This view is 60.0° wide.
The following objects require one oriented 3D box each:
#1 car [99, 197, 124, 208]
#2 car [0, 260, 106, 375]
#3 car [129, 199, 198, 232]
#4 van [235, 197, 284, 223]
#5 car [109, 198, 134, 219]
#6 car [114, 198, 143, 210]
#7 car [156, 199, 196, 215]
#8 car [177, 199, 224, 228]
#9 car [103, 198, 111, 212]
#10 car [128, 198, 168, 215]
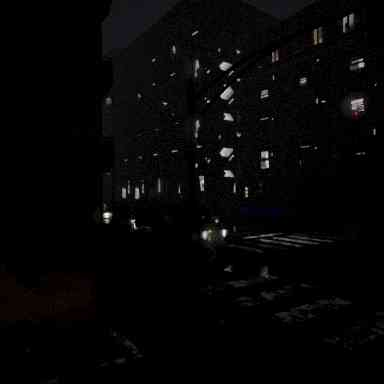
[{"bbox_3d":[-11.616,1.463,47.858,1.887,1.381,4.507,-1,0,-36],"label":"car"},{"bbox_3d":[-3.559,1.525,4.030,4.829,1.417,1.752,0,0,-35],"label":"car"},{"bbox_3d":[-1.826,1.441,20.026,1.967,1.590,4.097,0,0,-36],"label":"car"},{"bbox_3d":[4.975,1.280,24.922,1.690,1.788,3.998,0,0,-36],"label":"van"},{"bbox_3d":[-5.350,1.533,29.308,1.994,1.385,4.181,-1,0,-37],"label":"car"},{"bbox_3d":[-8.298,1.463,43.271,1.887,1.381,4.507,-1,0,-36],"label":"car"},{"bbox_3d":[-1.761,1.450,34.235,1.752,1.417,4.829,0,0,-36],"label":"car"},{"bbox_3d":[0.043,1.473,21.859,2.128,1.511,4.902,-1,0,-36],"label":"car"},{"bbox_3d":[-11.337,1.439,37.608,1.882,1.535,5.008,-1,0,-36],"label":"car"},{"bbox_3d":[-4.550,1.420,33.667,1.882,1.535,5.008,-1,0,-36],"label":"car"}]
